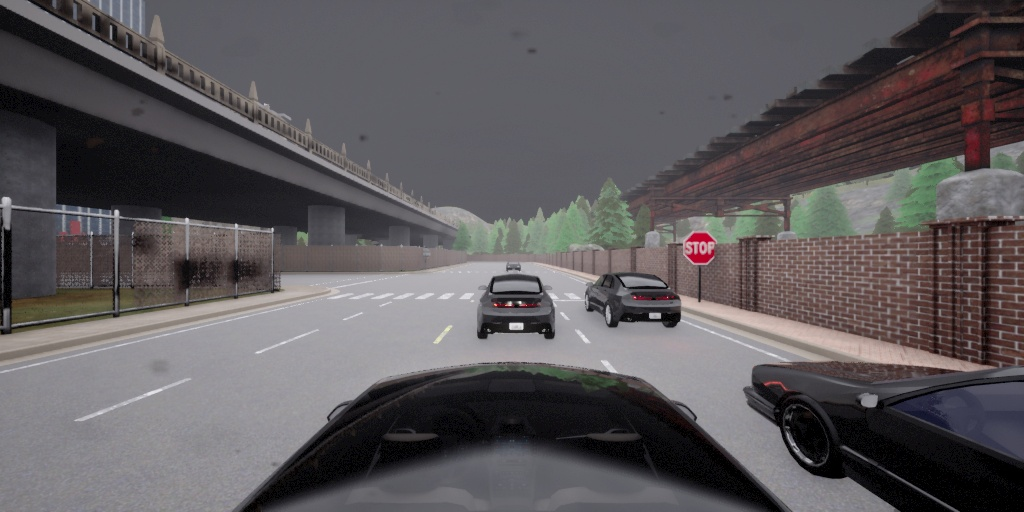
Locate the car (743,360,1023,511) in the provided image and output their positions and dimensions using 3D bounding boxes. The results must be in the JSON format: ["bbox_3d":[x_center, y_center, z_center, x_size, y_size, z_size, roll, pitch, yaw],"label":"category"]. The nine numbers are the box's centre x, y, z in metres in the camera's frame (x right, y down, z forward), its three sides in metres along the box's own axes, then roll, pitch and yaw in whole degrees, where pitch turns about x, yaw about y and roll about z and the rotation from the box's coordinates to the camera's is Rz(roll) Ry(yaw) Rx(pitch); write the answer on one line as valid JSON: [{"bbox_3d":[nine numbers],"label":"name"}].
[{"bbox_3d":[3.600,1.297,1.675,2.033,1.411,5.357,0,0,0],"label":"car"}]

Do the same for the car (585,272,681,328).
[{"bbox_3d":[3.598,1.255,11.421,1.837,1.490,4.892,0,0,0],"label":"car"}]

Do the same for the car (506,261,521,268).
[{"bbox_3d":[0.173,1.351,46.340,1.895,1.301,4.718,0,0,-1],"label":"car"}]

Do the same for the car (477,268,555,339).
[{"bbox_3d":[0.096,1.255,10.061,1.837,1.490,4.892,0,0,0],"label":"car"}]
